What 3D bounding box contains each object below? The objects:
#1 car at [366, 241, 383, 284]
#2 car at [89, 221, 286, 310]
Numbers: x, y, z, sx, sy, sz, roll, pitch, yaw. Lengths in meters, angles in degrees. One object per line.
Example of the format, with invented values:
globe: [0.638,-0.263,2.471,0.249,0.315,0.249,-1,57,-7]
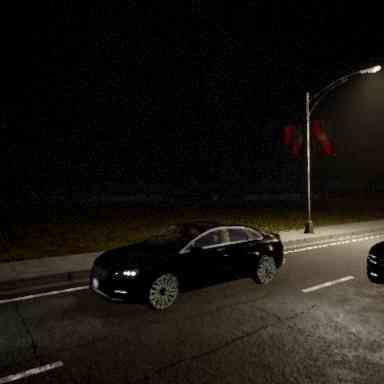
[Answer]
car: [6.296,1.439,8.333,5.008,1.535,1.882,0,0,-36]
car: [0.129,1.473,7.840,4.902,1.511,2.128,0,0,-36]
